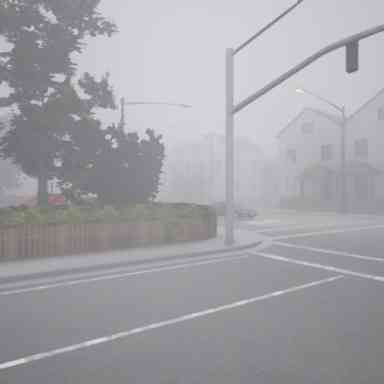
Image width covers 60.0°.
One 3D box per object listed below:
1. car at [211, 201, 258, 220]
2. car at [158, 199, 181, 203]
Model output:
[{"bbox_3d":[3.419,1.520,28.295,1.837,1.490,4.892,0,0,-35],"label":"car"},{"bbox_3d":[-2.330,1.493,36.428,1.882,1.535,5.008,0,0,-35],"label":"car"}]
